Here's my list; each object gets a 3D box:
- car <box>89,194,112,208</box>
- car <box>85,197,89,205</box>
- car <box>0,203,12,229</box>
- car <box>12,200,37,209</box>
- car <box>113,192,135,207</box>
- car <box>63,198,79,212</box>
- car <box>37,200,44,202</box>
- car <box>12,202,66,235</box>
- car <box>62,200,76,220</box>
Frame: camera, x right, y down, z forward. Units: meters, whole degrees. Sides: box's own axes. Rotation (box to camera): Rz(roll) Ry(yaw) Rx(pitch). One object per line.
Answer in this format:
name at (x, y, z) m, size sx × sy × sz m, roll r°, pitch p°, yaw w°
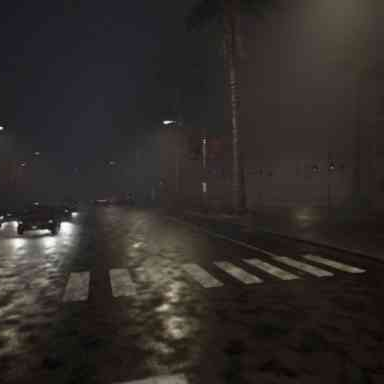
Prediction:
car at (-13.114, 1.399, 47.682) m, size 2.128 × 1.511 × 4.902 m, roll -1°, pitch 0°, yaw -20°
car at (-17.130, 1.455, 57.185) m, size 2.033 × 1.411 × 5.357 m, roll -1°, pitch 0°, yaw -28°
car at (-12.243, 1.605, 18.992) m, size 2.033 × 1.411 × 5.357 m, roll -1°, pitch 0°, yaw -16°
car at (-14.753, 1.605, 27.888) m, size 1.994 × 1.385 × 4.181 m, roll -1°, pitch 0°, yaw -15°
car at (-9.867, 1.077, 48.996) m, size 2.150 × 2.045 × 5.566 m, roll -1°, pitch 0°, yaw -20°
car at (-13.994, 1.479, 37.958) m, size 1.837 × 1.490 × 4.892 m, roll -1°, pitch 0°, yaw -16°
car at (-17.512, 1.588, 37.520) m, size 1.994 × 1.385 × 4.181 m, roll -1°, pitch 0°, yaw -16°
car at (-8.668, 1.534, 19.228) m, size 1.812 × 1.442 × 4.674 m, roll -1°, pitch 0°, yaw -16°
car at (-11.149, 1.593, 27.989) m, size 1.895 × 1.301 × 4.718 m, roll -1°, pitch 0°, yaw -16°
